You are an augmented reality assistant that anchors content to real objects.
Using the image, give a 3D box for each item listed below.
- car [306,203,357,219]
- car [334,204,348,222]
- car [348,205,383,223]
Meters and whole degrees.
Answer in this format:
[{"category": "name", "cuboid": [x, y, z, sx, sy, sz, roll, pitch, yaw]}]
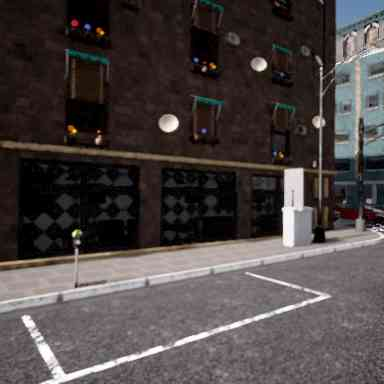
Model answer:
[{"category": "car", "cuboid": [13.371, 1.800, 31.991, 1.802, 1.307, 4.206, 0, -1, -35]}, {"category": "car", "cuboid": [9.711, 1.620, 27.134, 1.837, 1.490, 4.892, 1, -1, -35]}, {"category": "car", "cuboid": [13.356, 1.709, 27.285, 1.994, 1.385, 4.181, 1, -1, -33]}]
